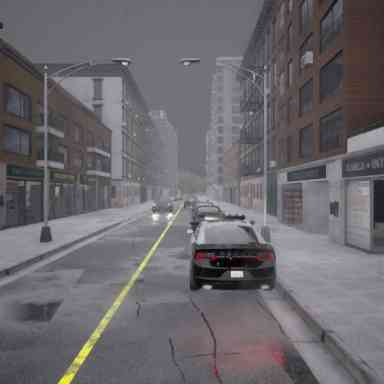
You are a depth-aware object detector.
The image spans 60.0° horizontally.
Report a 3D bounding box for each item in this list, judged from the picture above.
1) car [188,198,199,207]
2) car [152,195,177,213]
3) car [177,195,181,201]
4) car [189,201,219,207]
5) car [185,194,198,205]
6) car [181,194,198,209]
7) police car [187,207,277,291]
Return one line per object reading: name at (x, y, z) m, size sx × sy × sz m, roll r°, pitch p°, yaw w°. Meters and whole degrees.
car at (0.864, 1.471, 25.071) m, size 1.882 × 1.535 × 5.008 m, roll 0°, pitch 0°, yaw 0°
car at (-3.153, 1.337, 36.705) m, size 2.097 × 1.767 × 4.553 m, roll 0°, pitch 0°, yaw 0°
car at (-3.112, 1.419, 77.066) m, size 1.882 × 1.535 × 5.008 m, roll 0°, pitch 0°, yaw 0°
car at (0.873, 1.501, 19.071) m, size 1.837 × 1.490 × 4.892 m, roll 0°, pitch 0°, yaw 0°
car at (-0.086, 1.313, 59.548) m, size 2.097 × 1.767 × 4.553 m, roll 0°, pitch 0°, yaw 0°
car at (-0.054, 1.328, 45.961) m, size 2.097 × 1.767 × 4.553 m, roll 0°, pitch 0°, yaw 0°
police car at (0.888, 1.424, 9.181) m, size 1.930 × 1.638 × 5.238 m, roll 0°, pitch 0°, yaw 0°
